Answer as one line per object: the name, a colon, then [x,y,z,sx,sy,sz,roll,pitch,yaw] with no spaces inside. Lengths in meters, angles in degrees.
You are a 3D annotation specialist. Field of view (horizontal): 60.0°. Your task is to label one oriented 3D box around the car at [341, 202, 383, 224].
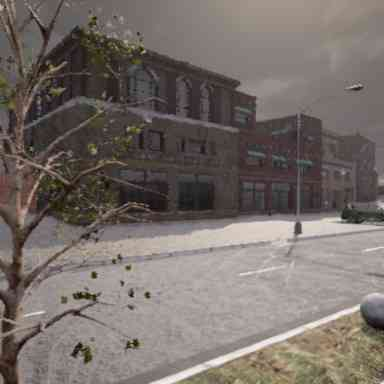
car: [16.664,1.986,30.525,2.435,2.045,5.566,3,-2,-42]
